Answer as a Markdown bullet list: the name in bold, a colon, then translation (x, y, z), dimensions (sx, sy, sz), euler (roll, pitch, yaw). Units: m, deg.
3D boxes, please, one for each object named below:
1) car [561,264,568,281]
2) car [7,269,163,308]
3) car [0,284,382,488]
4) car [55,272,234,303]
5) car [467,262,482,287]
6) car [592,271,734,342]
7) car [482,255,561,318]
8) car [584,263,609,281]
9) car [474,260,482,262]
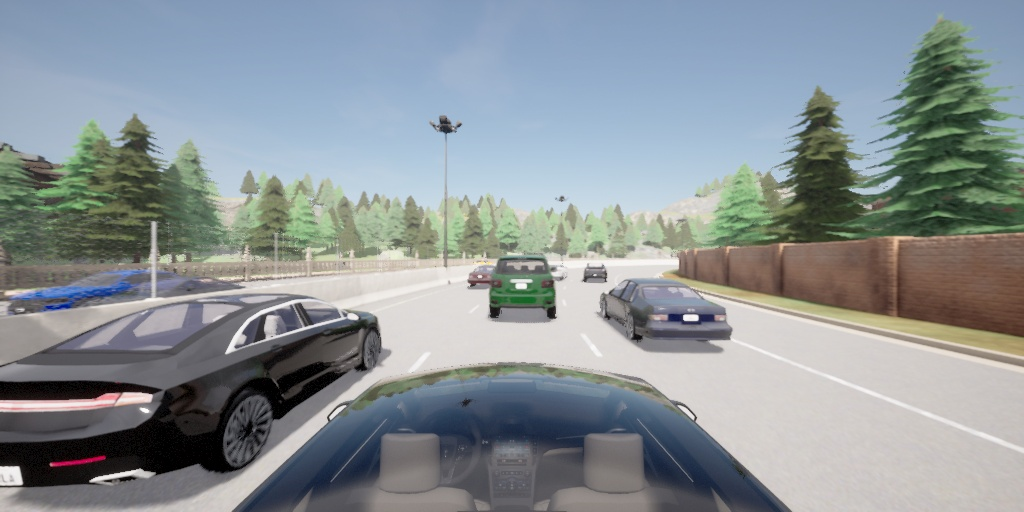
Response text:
- **car**: translation (3.675, 1.314, 30.944), dimensions (1.812, 1.442, 4.674), euler (0, 0, 15)
- **car**: translation (-13.758, 1.242, 12.630), dimensions (1.882, 1.535, 5.008), euler (0, 0, 4)
- **car**: translation (-3.369, 1.246, 4.803), dimensions (2.128, 1.511, 4.902), euler (0, 0, 1)
- **car**: translation (-10.343, 1.326, 11.062), dimensions (1.994, 1.385, 4.181), euler (0, 0, 3)
- **car**: translation (-1.486, 1.328, 24.612), dimensions (2.033, 1.411, 5.357), euler (0, 0, 11)
- **car**: translation (3.756, 1.308, 9.801), dimensions (2.033, 1.411, 5.357), euler (0, 0, 3)
- **car**: translation (0.484, 0.987, 13.273), dimensions (2.150, 2.045, 5.566), euler (0, 0, 4)
- **car**: translation (7.020, 1.279, 29.867), dimensions (2.128, 1.511, 4.902), euler (0, 0, 15)
- **car**: translation (-4.974, 1.300, 56.680), dimensions (1.882, 1.535, 5.008), euler (0, 0, 27)
